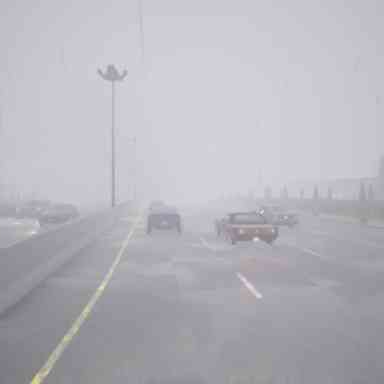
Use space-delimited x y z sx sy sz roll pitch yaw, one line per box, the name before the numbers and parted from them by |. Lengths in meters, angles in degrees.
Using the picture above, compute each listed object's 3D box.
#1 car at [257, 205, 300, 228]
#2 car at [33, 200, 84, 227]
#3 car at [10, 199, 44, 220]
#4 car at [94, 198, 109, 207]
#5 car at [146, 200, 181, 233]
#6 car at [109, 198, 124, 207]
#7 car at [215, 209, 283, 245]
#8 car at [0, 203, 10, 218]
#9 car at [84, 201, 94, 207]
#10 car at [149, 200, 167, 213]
car | 5.138 1.536 21.704 2.033 1.411 5.357 0 0 -7
car | -9.434 1.545 23.966 1.882 1.535 5.008 0 0 -7
car | -13.562 1.445 28.958 2.097 1.767 4.553 0 0 -7
car | -18.419 2.276 69.918 2.150 2.045 5.566 0 -4 -7
car | -1.722 1.501 19.983 1.882 1.535 5.008 0 0 -7
car | -14.227 1.940 64.286 2.097 1.767 4.553 0 -4 -7
car | 2.330 1.599 15.516 1.895 1.301 4.718 0 0 -6
car | -17.349 1.716 31.125 1.895 1.301 4.718 0 0 -7
car | -22.193 2.765 71.991 1.882 1.535 5.008 0 -5 -7
car | -3.946 1.614 38.526 1.994 1.385 4.181 0 0 -7
